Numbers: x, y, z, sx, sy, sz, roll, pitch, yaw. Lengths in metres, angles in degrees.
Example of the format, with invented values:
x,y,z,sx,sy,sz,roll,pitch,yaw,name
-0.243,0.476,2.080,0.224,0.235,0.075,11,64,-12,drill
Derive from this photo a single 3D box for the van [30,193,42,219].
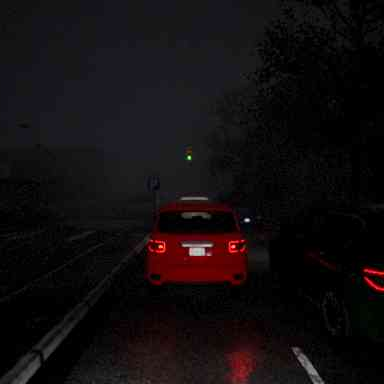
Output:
x,y,z,sx,sy,sz,roll,pitch,yaw,name
-13.637,1.292,24.187,4.442,1.987,1.878,-1,0,-20,van

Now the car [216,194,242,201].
x,y,z,sx,sy,sz,roll,pitch,yaw,name
8.097,1.246,73.560,5.366,1.575,1.946,1,0,-13,car

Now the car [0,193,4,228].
x,y,z,sx,sy,sz,roll,pitch,yaw,name
-13.817,1.259,18.114,5.566,2.045,2.435,-1,0,-20,car

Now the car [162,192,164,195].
x,y,z,sx,sy,sz,roll,pitch,yaw,name
-9.755,1.340,79.927,4.674,1.452,2.002,-1,0,-13,car

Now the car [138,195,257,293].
x,y,z,sx,sy,sz,roll,pitch,yaw,name
0.092,1.228,9.006,2.150,2.045,5.566,0,0,0,car

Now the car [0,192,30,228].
x,y,z,sx,sy,sz,roll,pitch,yaw,name
-13.749,1.263,21.150,5.566,2.045,2.435,-1,0,-20,car

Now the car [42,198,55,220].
x,y,z,sx,sy,sz,roll,pitch,yaw,name
-13.666,1.398,27.165,4.553,1.767,2.185,-1,0,-19,car

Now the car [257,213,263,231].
x,y,z,sx,sy,sz,roll,pitch,yaw,name
3.140,1.585,20.820,1.994,1.385,4.181,0,0,0,car

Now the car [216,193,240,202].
x,y,z,sx,sy,sz,roll,pitch,yaw,name
7.565,1.124,70.566,4.553,1.767,2.185,1,0,-14,car

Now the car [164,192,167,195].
x,y,z,sx,sy,sz,roll,pitch,yaw,name
-9.388,1.338,82.929,4.674,1.452,2.002,-1,0,-13,car

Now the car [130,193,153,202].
x,y,z,sx,sy,sz,roll,pitch,yaw,name
-10.808,1.178,70.919,4.553,1.767,2.185,-1,0,-14,car

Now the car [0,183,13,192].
x,y,z,sx,sy,sz,roll,pitch,yaw,name
-31.240,-0.439,55.874,2.435,2.045,5.566,6,-3,-19,car

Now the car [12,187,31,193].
x,y,z,sx,sy,sz,roll,pitch,yaw,name
-28.245,0.124,55.818,2.002,1.452,4.674,6,-3,-19,car

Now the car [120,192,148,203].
x,y,z,sx,sy,sz,roll,pitch,yaw,name
-11.538,1.342,64.974,4.792,1.488,2.163,-1,0,-15,car

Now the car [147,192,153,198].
x,y,z,sx,sy,sz,roll,pitch,yaw,name
-10.898,1.299,67.967,5.366,1.575,1.946,-1,0,-15,car

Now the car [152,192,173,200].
x,y,z,sx,sy,sz,roll,pitch,yaw,name
-8.135,1.042,91.919,5.566,2.045,2.435,-1,0,-12,car

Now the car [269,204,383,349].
x,y,z,sx,sy,sz,roll,pitch,yaw,name
3.091,1.224,6.380,2.150,2.045,5.566,0,0,0,car

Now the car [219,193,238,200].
x,y,z,sx,sy,sz,roll,pitch,yaw,name
9.335,1.108,85.268,4.553,1.767,2.185,1,0,-12,car

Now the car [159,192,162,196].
x,y,z,sx,sy,sz,roll,pitch,yaw,name
-10.124,1.302,76.931,4.892,1.521,2.231,-1,0,-14,car

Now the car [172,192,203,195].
x,y,z,sx,sy,sz,roll,pitch,yaw,name
0.135,1.246,20.567,2.150,2.045,5.566,0,0,0,car

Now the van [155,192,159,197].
x,y,z,sx,sy,sz,roll,pitch,yaw,name
-10.347,1.075,73.960,4.442,1.987,1.878,-1,0,-14,van

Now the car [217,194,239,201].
x,y,z,sx,sy,sz,roll,pitch,yaw,name
8.603,1.281,79.400,4.674,1.452,2.002,1,0,-13,car

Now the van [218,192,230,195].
x,y,z,sx,sy,sz,roll,pitch,yaw,name
7.186,1.026,67.596,4.442,1.987,1.878,1,0,-14,van
